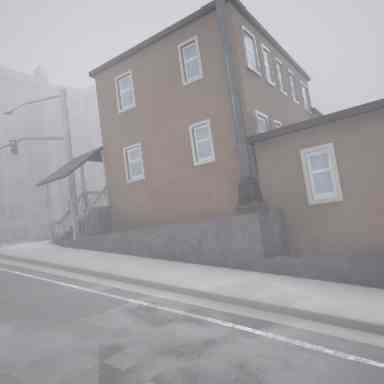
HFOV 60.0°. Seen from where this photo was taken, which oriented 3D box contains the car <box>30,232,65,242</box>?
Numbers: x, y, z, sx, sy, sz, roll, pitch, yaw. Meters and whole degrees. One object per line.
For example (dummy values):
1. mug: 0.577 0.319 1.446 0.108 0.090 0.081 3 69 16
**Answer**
1. car: -11.724 4.286 29.090 1.837 1.490 4.892 -12 -11 35
